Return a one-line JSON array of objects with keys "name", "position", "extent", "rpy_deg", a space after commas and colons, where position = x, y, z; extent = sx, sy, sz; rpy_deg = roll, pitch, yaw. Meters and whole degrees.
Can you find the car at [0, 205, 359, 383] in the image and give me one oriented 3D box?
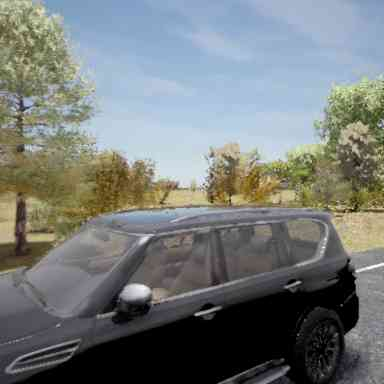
[{"name": "car", "position": [-0.371, 1.216, 3.729], "extent": [5.566, 2.045, 2.150], "rpy_deg": [0, 0, -35]}]
